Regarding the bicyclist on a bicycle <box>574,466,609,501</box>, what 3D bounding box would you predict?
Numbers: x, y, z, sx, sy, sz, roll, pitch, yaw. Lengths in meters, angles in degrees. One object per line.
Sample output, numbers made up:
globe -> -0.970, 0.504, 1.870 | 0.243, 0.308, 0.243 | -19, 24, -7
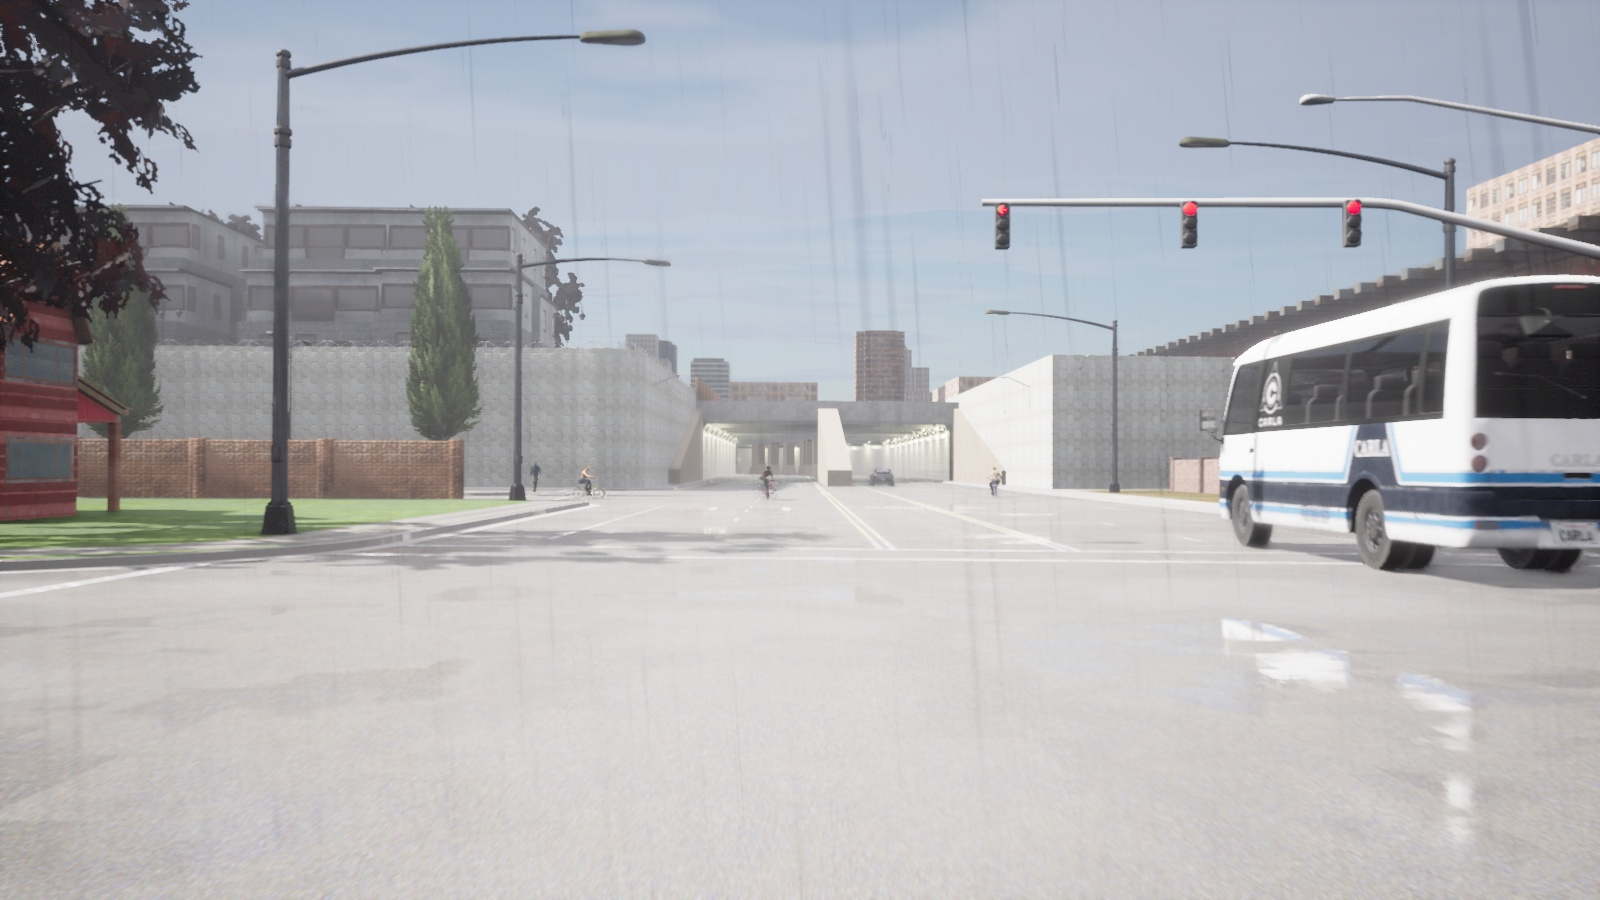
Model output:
bicyclist on a bicycle -> -9.778, 1.579, 58.870 | 1.509, 1.612, 0.866 | 0, 0, 1

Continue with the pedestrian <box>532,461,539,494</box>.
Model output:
pedestrian -> -15.024, 1.571, 71.364 | 0.402, 1.842, 0.726 | 0, -1, -13

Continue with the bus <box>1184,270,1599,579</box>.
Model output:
bus -> 10.426, -0.288, 22.431 | 3.944, 4.253, 10.273 | 0, -1, 0
